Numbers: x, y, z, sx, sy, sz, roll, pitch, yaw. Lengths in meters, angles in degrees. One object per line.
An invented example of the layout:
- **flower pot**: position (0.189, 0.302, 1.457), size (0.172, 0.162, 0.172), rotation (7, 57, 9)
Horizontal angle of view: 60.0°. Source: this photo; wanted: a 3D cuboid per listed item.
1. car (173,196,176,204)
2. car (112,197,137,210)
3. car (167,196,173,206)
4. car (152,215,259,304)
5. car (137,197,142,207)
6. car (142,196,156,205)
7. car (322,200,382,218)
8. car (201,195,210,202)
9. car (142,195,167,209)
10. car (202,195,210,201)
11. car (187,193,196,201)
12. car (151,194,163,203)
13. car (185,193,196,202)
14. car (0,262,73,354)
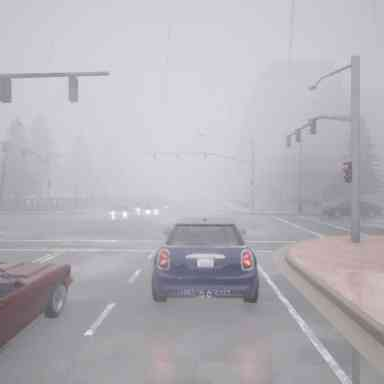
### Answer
- **car**: position (-4.291, 1.486, 65.407), size (1.882, 1.535, 5.008), rotation (0, 0, 3)
- **car**: position (-8.716, 1.606, 42.481), size (1.895, 1.301, 4.718), rotation (0, 0, 2)
- **car**: position (-4.729, 1.485, 55.108), size (1.882, 1.535, 5.008), rotation (0, 0, 2)
- **car**: position (0.310, 1.352, 8.343), size (2.097, 1.767, 4.553), rotation (0, 0, 2)
- **car**: position (-8.361, 1.498, 51.786), size (2.128, 1.511, 4.902), rotation (0, 0, 2)
- **car**: position (-7.955, 1.513, 61.872), size (1.837, 1.490, 4.892), rotation (0, 0, 2)
- **car**: position (14.107, 1.509, 29.472), size (4.892, 1.490, 1.837), rotation (0, 0, 4)
- **car**: position (3.056, 1.558, 73.573), size (1.994, 1.385, 4.181), rotation (0, 0, 2)
- **car**: position (-5.091, 1.497, 45.749), size (2.128, 1.511, 4.902), rotation (0, 0, 2)
- **car**: position (3.382, 1.486, 82.278), size (1.882, 1.535, 5.008), rotation (0, 0, 2)
- **car**: position (-0.114, 1.234, 82.439), size (2.150, 2.045, 5.566), rotation (0, 0, 2)
- **car**: position (-7.509, 1.365, 72.027), size (2.097, 1.767, 4.553), rotation (0, 0, 2)
- **car**: position (-0.479, 1.529, 72.708), size (1.812, 1.442, 4.674), rotation (0, 0, 2)
- **car**: position (-3.301, 1.602, 4.433), size (1.895, 1.301, 4.718), rotation (0, 0, 2)
